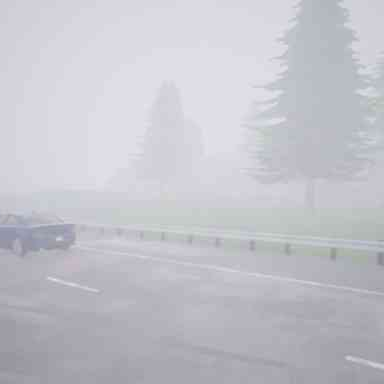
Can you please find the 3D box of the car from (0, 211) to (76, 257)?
[{"bbox_3d":[-6.639,1.491,13.037,5.008,1.535,1.882,0,0,36],"label":"car"}]
